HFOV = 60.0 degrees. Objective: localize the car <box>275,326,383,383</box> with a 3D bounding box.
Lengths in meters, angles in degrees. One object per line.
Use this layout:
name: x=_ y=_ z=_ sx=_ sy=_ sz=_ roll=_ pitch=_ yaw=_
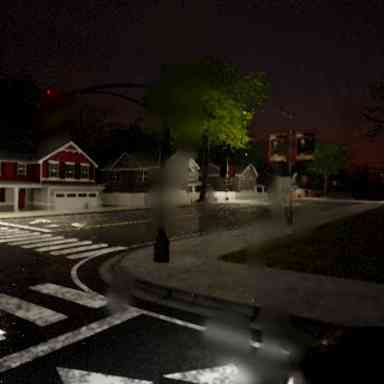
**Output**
car: x=2.833 y=1.509 z=1.661 sx=4.892 sy=1.490 sz=1.837 roll=0 pitch=0 yaw=36
